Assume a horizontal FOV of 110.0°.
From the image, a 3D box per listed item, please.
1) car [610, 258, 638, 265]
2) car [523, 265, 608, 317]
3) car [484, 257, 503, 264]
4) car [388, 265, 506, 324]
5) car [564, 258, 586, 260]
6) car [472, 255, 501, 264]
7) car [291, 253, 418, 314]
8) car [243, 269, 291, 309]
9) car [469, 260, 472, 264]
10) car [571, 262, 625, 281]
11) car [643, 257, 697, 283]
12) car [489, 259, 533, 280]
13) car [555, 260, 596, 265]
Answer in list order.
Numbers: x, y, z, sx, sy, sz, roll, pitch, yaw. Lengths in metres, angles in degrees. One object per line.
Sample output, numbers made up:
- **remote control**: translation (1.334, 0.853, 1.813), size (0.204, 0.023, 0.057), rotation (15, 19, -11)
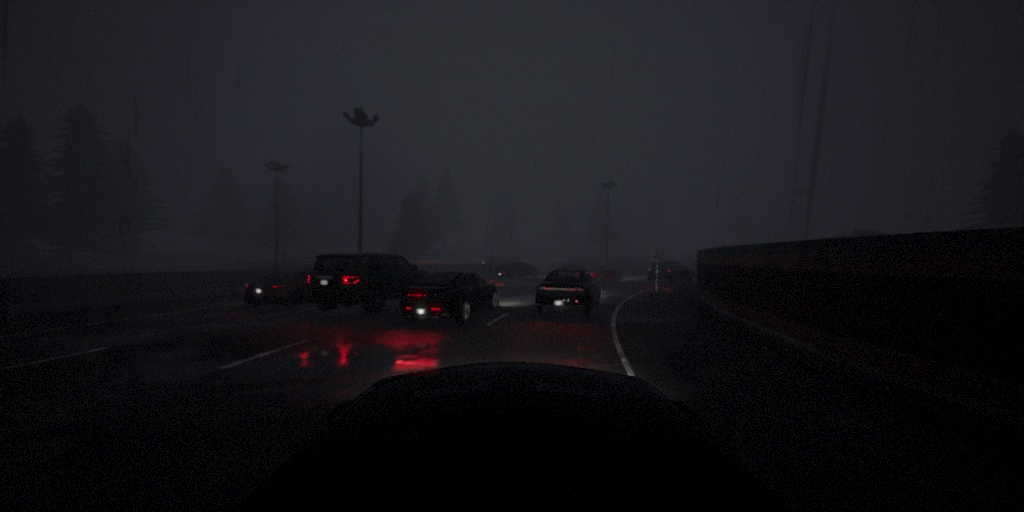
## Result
- **car**: translation (16.730, 1.130, 55.975), size (4.892, 1.490, 1.837), rotation (0, 0, -21)
- **car**: translation (2.231, 1.258, 13.508), size (2.128, 1.511, 4.902), rotation (0, 0, 18)
- **car**: translation (-0.619, 1.160, 45.477), size (4.902, 1.511, 2.128), rotation (0, 0, -40)
- **car**: translation (-1.855, 1.229, 12.025), size (1.837, 1.490, 4.892), rotation (0, 0, 14)
- **car**: translation (12.002, 1.155, 61.726), size (5.357, 1.411, 2.033), rotation (0, 0, -22)
- **car**: translation (-3.019, 0.971, 52.771), size (4.553, 1.767, 2.097), rotation (0, 0, -37)
- **car**: translation (-5.103, 0.907, 13.725), size (2.150, 2.045, 5.566), rotation (0, 0, 16)
- **car**: translation (-8.374, 1.210, 14.557), size (1.994, 1.385, 4.181), rotation (1, 0, 16)
- **car**: translation (-3.979, 0.819, 56.505), size (5.566, 2.045, 2.150), rotation (0, 0, -37)
- **car**: translation (6.963, 1.396, 28.491), size (1.895, 1.301, 4.718), rotation (1, 0, 42)
- **car**: translation (13.052, 1.162, 29.382), size (4.553, 1.767, 2.097), rotation (-1, 2, -41)
- **car**: translation (0.506, 1.234, 31.574), size (1.837, 1.490, 4.892), rotation (-1, -1, 39)
- **car**: translation (5.613, 1.324, 32.014), size (1.994, 1.385, 4.181), rotation (0, 1, 44)
